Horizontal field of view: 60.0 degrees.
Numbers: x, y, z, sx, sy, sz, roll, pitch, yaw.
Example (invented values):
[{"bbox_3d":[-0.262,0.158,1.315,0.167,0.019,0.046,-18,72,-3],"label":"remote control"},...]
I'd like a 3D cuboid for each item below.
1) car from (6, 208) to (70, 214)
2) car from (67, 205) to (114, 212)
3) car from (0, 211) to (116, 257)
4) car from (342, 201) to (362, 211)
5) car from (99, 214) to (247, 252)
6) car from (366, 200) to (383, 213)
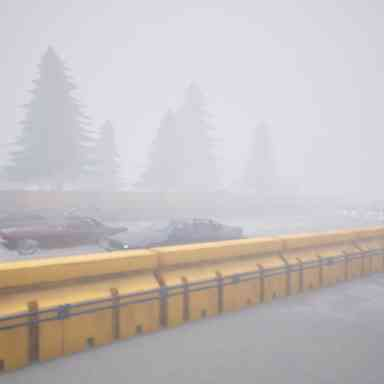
[{"bbox_3d":[-8.211,1.588,15.362,4.181,1.385,1.994,1,-1,-36],"label":"car"},{"bbox_3d":[-7.060,1.559,20.515,4.902,1.511,2.128,1,0,-36],"label":"car"},{"bbox_3d":[-5.052,1.640,13.305,4.718,1.301,1.895,1,0,-36],"label":"car"},{"bbox_3d":[23.707,2.094,49.157,1.994,1.385,4.181,0,0,39],"label":"car"},{"bbox_3d":[-0.389,1.622,12.335,5.357,1.411,2.033,1,0,-36],"label":"car"},{"bbox_3d":[25.736,1.881,46.112,2.097,1.767,4.553,0,-1,39],"label":"car"}]
